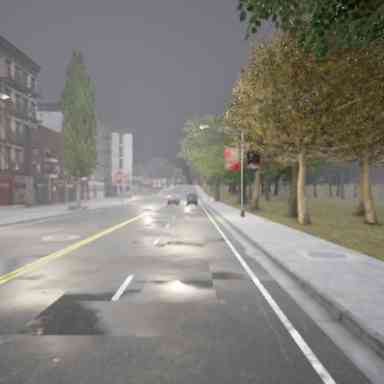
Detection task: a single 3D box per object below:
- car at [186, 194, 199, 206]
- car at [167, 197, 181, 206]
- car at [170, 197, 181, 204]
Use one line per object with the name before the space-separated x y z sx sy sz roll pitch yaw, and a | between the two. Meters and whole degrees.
car | 0.014 1.545 55.715 1.837 1.490 4.892 0 0 0
car | -3.236 1.563 56.546 1.812 1.442 4.674 0 0 0
car | -3.234 1.592 65.334 1.895 1.301 4.718 0 0 0
